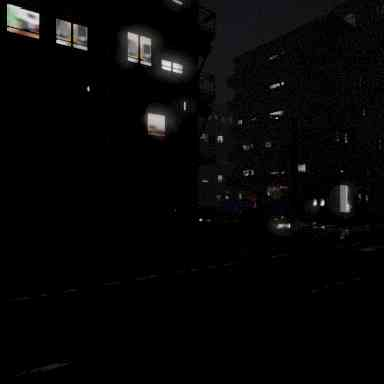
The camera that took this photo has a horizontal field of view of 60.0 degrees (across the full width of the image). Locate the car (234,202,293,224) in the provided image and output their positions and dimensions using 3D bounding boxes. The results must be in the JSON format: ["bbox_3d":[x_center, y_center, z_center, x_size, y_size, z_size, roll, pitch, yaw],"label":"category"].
[{"bbox_3d":[5.844,1.802,27.392,1.994,1.385,4.181,0,-1,-36],"label":"car"}]

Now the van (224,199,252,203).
[{"bbox_3d":[5.160,1.676,38.077,1.690,1.788,3.998,-1,0,-36],"label":"van"}]

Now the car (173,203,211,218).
[{"bbox_3d":[-0.052,1.933,35.413,1.994,1.385,4.181,0,-1,-37],"label":"car"}]

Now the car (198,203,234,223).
[{"bbox_3d":[1.744,1.875,28.641,1.802,1.307,4.206,-1,0,-36],"label":"car"}]

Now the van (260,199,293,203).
[{"bbox_3d":[8.479,1.603,33.564,1.690,1.788,3.998,-1,0,-36],"label":"van"}]
